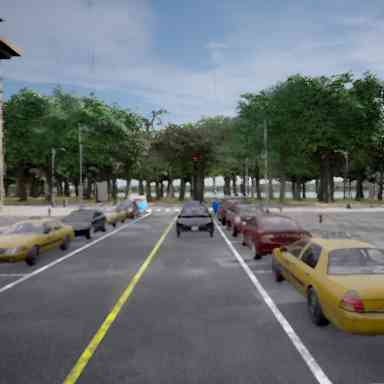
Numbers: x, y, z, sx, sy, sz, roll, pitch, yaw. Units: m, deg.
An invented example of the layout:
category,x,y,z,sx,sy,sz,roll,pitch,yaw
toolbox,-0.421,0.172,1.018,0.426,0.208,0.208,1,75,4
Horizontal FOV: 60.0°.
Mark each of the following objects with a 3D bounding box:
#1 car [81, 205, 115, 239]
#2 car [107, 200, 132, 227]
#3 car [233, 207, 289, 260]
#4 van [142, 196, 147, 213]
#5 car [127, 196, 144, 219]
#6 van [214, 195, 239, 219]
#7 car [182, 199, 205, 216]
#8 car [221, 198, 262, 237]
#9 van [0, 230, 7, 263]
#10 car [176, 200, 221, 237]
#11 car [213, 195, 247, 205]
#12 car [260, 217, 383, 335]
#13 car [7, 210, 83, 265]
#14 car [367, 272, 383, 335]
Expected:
category,x,y,z,sx,sy,sz,roll,pitch,yaw
car,-5.677,1.598,17.468,1.947,1.339,4.313,-1,0,0
car,-5.657,1.542,22.736,1.752,1.417,4.829,-1,0,0
car,2.826,1.465,11.998,1.887,1.381,4.507,-1,0,0
van,-5.618,1.326,33.781,1.690,1.788,3.998,-1,0,0
car,-5.637,1.440,28.343,1.967,1.590,4.097,-1,0,0
van,2.885,1.213,28.310,1.690,1.788,3.998,-1,0,0
car,0.198,1.467,31.834,1.994,1.385,4.181,-1,0,2
car,2.845,1.344,17.435,1.967,1.590,4.097,-1,0,0
van,-5.722,1.406,6.593,1.690,1.788,3.998,-1,0,0
car,0.156,1.436,17.617,2.128,1.511,4.902,-1,0,1
car,2.864,1.203,22.872,2.192,1.841,5.009,-1,0,0
car,2.806,1.462,6.730,1.752,1.417,4.829,-1,0,0
car,-5.699,1.574,11.861,1.752,1.417,4.829,-1,0,0
car,2.785,1.505,1.123,2.008,1.369,4.403,-1,0,0
